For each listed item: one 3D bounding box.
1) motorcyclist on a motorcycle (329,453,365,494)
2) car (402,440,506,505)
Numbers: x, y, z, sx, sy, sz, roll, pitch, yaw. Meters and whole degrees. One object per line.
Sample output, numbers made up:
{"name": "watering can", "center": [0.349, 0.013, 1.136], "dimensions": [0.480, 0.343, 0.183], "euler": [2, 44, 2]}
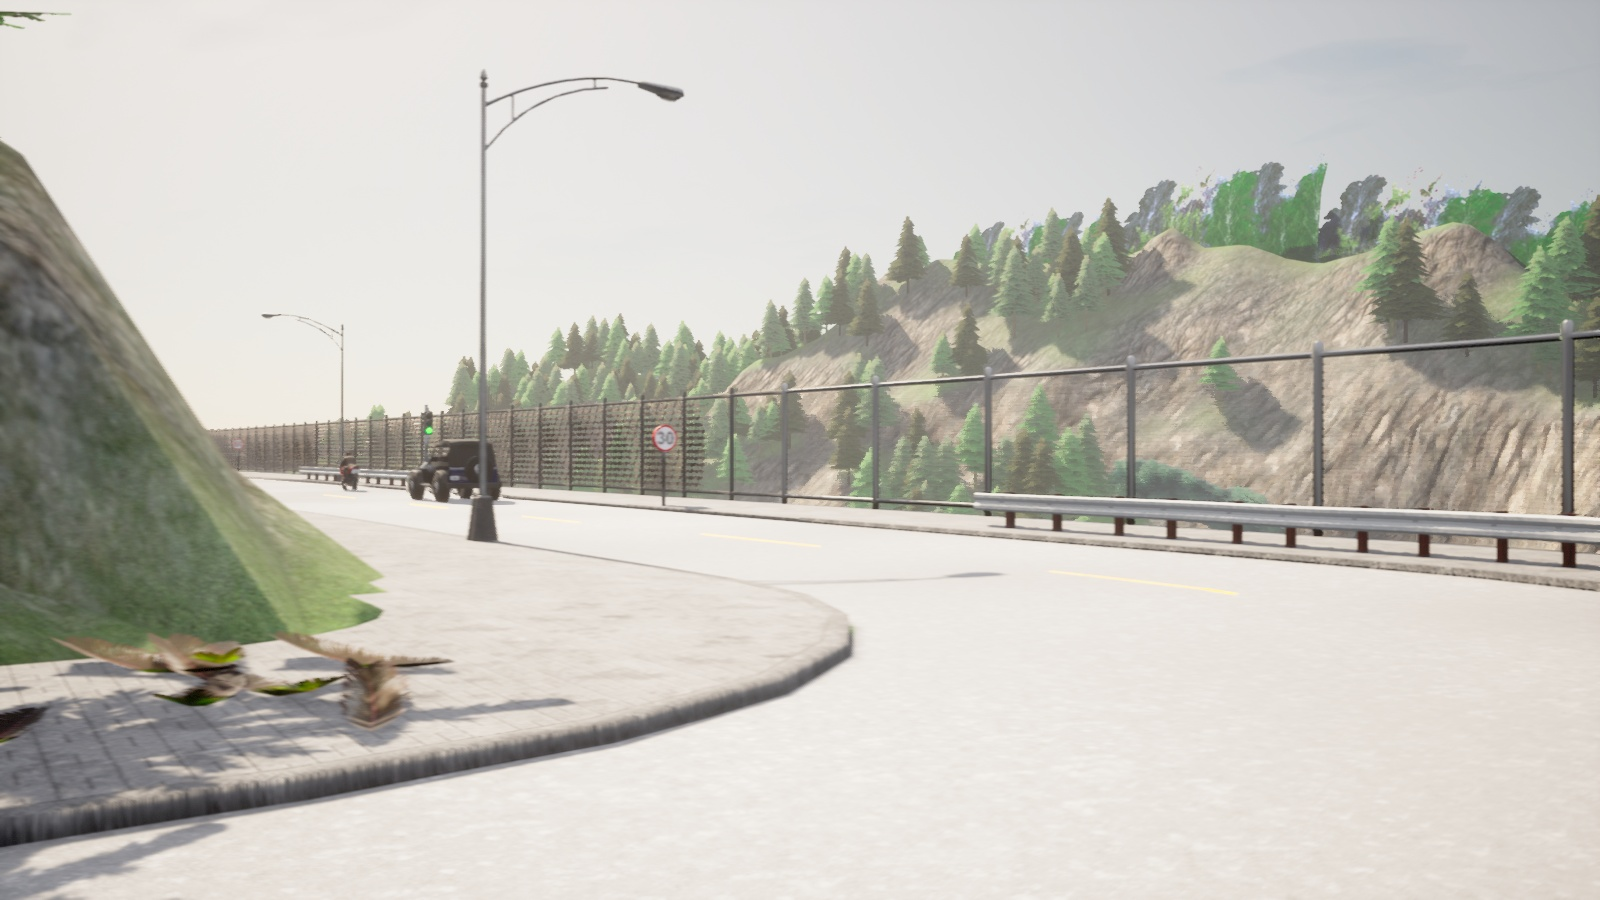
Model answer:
{"name": "motorcyclist on a motorcycle", "center": [-17.457, 0.887, 48.387], "dimensions": [0.797, 1.523, 2.044], "euler": [0, 0, -35]}
{"name": "car", "center": [-10.711, 0.662, 38.707], "dimensions": [1.905, 1.878, 3.866], "euler": [0, 0, -35]}
